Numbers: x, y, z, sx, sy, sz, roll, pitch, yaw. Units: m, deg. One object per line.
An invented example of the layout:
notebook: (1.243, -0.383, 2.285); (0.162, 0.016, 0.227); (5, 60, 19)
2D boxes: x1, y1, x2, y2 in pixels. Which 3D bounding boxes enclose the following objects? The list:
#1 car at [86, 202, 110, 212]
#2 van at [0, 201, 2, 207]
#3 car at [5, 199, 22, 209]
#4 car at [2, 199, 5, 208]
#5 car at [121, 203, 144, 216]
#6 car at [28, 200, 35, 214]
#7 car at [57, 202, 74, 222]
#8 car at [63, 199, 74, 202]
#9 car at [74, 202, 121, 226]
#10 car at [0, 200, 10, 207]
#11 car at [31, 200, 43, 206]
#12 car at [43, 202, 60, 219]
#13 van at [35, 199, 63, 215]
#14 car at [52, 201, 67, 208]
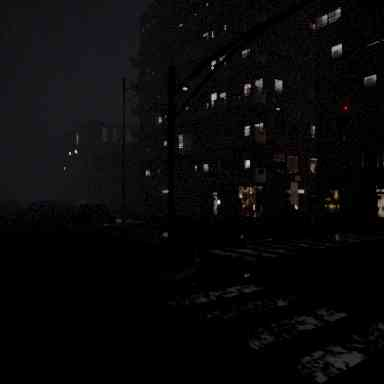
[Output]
car: (-13.752, 2.192, 48.604); (1.947, 1.339, 4.313); (-1, 0, -35)
van: (-39.610, 2.412, 71.313); (1.690, 1.788, 3.998); (-1, 0, -35)
car: (-33.197, 2.366, 62.313); (1.967, 1.590, 4.097); (-1, 0, -35)
car: (-36.401, 2.543, 66.813); (1.887, 1.381, 4.507); (-1, 0, -35)
car: (-7.444, 2.006, 39.749); (1.752, 1.417, 4.829); (-1, 0, -35)
car: (-20.374, 2.073, 44.314); (1.967, 1.590, 4.097); (-1, 0, -35)
car: (-10.656, 1.934, 30.677); (1.752, 1.417, 4.829); (-1, 0, -35)
car: (-23.368, 2.160, 62.094); (2.192, 1.841, 5.009); (-1, 0, -35)
car: (-7.551, 1.777, 26.316); (1.967, 1.590, 4.097); (-1, 0, -35)
car: (-42.714, 2.666, 75.674); (1.752, 1.417, 4.829); (-1, 0, -35)
car: (-39.382, 2.774, 84.578); (1.947, 1.339, 4.313); (-1, 0, -35)
car: (-13.960, 2.036, 35.314); (2.008, 1.369, 4.403); (-1, 0, -35)
van: (-17.170, 1.901, 39.815); (1.690, 1.788, 3.998); (-1, 0, -35)
car: (-26.567, 2.463, 66.591); (1.887, 1.381, 4.507); (-1, 0, -35)
